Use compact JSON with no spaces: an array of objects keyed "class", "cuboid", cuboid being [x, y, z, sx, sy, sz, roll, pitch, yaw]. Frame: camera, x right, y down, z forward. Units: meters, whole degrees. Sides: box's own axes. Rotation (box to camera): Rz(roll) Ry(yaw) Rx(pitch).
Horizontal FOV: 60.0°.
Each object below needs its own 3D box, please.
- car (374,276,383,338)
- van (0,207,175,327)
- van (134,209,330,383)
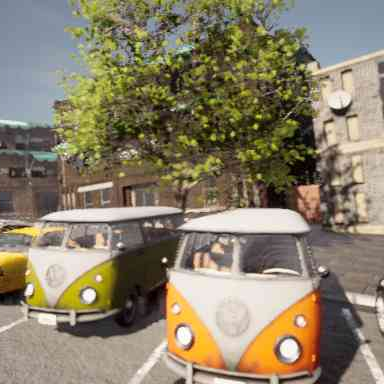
[{"class":"car","cuboid":[3.434,1.477,3.574,2.231,1.521,4.892,-1,-1,16]},{"class":"van","cuboid":[-1.499,1.322,7.004,1.878,1.987,4.442,0,-1,16]},{"class":"van","cuboid":[0.959,1.285,5.236,1.878,1.987,4.442,0,-1,16]}]
